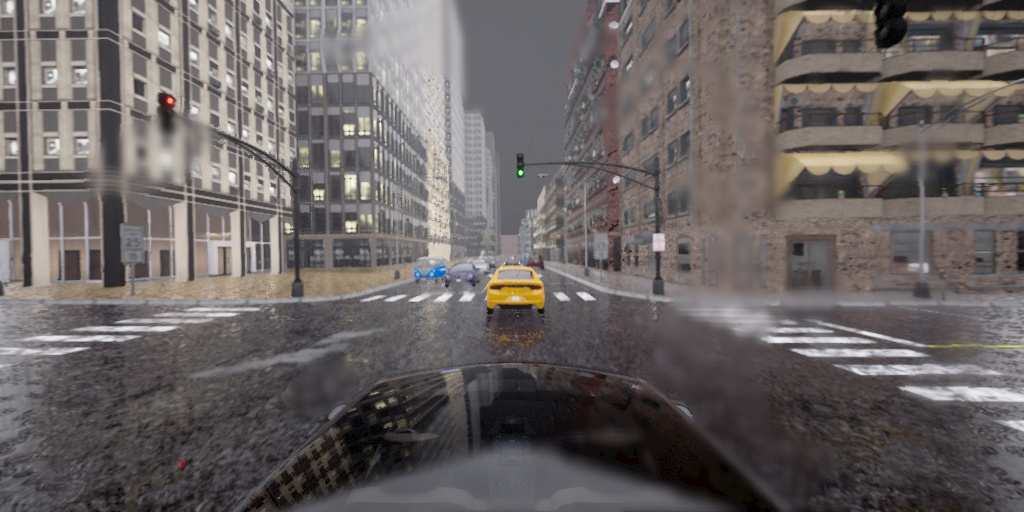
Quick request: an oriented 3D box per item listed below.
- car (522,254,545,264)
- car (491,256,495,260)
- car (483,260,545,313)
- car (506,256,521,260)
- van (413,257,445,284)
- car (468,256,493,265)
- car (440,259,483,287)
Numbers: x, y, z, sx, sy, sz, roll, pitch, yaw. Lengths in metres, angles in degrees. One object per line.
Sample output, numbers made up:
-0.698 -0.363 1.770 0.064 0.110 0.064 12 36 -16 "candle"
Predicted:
2.696 0.671 41.955 2.192 1.841 5.009 0 0 0 "car"
-3.048 0.954 47.740 2.033 1.411 5.357 -1 0 0 "car"
0.116 1.117 13.517 1.882 1.535 5.008 0 1 0 "car"
0.001 0.865 54.791 1.994 1.385 4.181 -1 0 0 "car"
-5.687 0.966 25.304 1.690 1.789 3.998 0 0 0 "van"
-3.095 1.046 33.199 1.812 1.442 4.674 -1 0 0 "car"
-3.086 1.127 22.918 1.812 1.442 4.674 -1 0 0 "car"
